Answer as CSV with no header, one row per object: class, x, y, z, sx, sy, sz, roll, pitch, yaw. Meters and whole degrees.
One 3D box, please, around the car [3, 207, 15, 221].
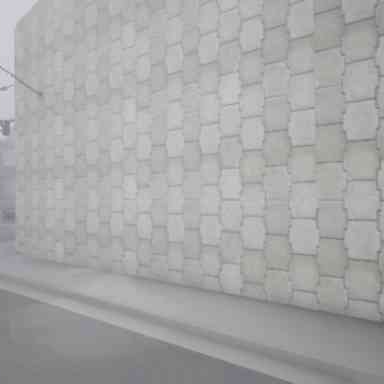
car,-12.514,1.320,26.834,1.882,1.535,5.008,-1,4,35
